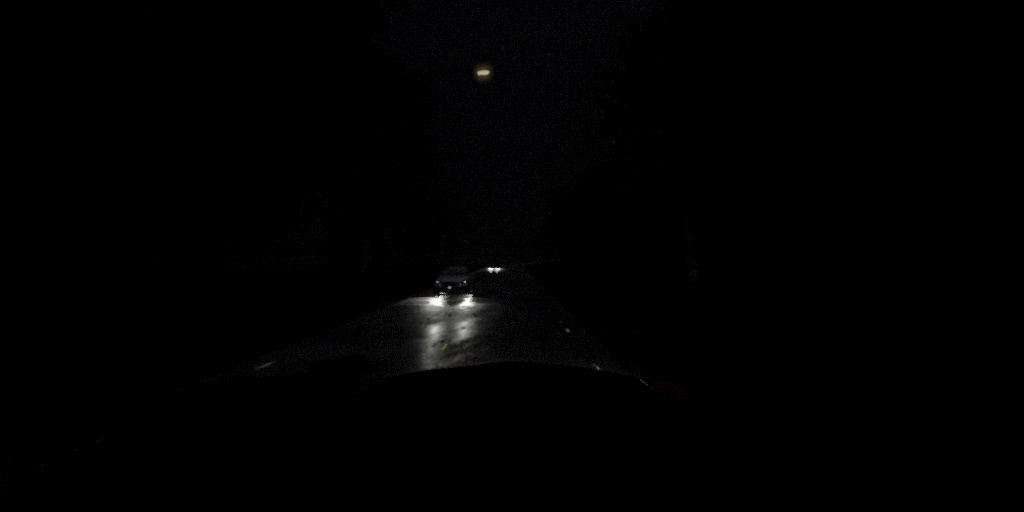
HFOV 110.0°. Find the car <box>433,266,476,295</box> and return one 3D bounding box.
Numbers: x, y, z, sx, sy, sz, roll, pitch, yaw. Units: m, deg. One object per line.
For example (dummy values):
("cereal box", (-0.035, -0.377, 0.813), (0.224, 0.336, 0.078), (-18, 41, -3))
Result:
("car", (-3.090, 1.286, 20.031), (1.812, 1.442, 4.674), (0, 0, 0))

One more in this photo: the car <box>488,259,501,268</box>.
("car", (-2.989, 1.264, 62.304), (2.128, 1.511, 4.902), (0, 0, 1))
